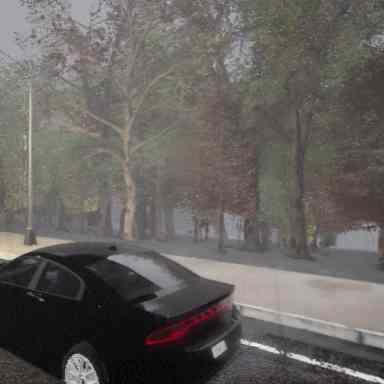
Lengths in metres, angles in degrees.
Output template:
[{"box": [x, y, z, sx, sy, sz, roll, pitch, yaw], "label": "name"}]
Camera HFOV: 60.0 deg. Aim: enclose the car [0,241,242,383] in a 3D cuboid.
[{"box": [-1.727, 1.487, 4.915, 5.008, 1.535, 1.882, 0, 0, 35], "label": "car"}]
